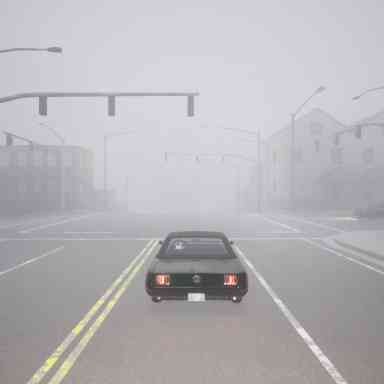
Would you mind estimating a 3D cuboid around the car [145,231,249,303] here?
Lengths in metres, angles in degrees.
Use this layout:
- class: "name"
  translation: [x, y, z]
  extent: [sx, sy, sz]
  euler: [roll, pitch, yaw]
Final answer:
- class: "car"
  translation: [0.103, 1.601, 8.187]
  extent: [1.895, 1.301, 4.718]
  euler: [0, 0, 0]

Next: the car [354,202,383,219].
- class: "car"
  translation: [16.029, 1.564, 28.152]
  extent: [4.181, 1.385, 1.994]
  euler: [0, 0, 0]
